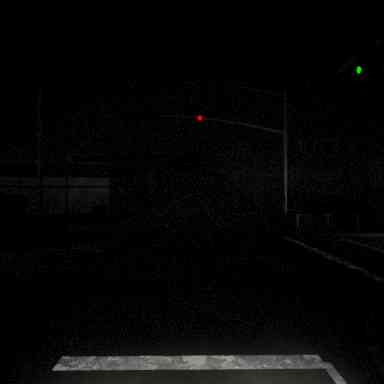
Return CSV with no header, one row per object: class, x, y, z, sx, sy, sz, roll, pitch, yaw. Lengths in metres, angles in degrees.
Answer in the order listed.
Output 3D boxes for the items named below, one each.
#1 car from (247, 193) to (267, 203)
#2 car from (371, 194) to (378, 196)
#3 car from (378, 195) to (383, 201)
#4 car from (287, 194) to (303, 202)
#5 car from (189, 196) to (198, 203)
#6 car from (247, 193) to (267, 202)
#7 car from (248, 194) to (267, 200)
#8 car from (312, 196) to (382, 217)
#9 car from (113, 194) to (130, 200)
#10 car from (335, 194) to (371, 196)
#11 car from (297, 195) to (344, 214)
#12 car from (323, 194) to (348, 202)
car,12.817,1.361,65.618,3.806,1.475,1.970,0,0,0
car,38.344,1.232,69.034,3.806,1.475,1.970,0,0,0
car,38.692,1.154,62.617,5.027,1.636,2.152,0,0,0
car,21.296,1.097,65.689,4.605,1.855,1.932,0,0,0
car,0.239,1.547,69.640,2.033,1.411,5.357,0,0,0
car,13.416,1.077,68.945,3.866,1.878,1.905,0,0,0
car,18.088,1.334,91.576,4.902,1.511,2.128,0,0,0
car,13.066,1.340,28.225,4.514,1.523,2.007,0,0,0
car,-19.447,1.333,91.533,4.674,1.442,1.812,0,0,0
car,20.629,1.320,43.237,3.633,1.501,1.845,0,0,0
car,13.001,1.330,31.361,5.027,1.636,2.152,0,0,0
car,31.281,1.298,72.669,4.514,1.523,2.007,0,0,0
